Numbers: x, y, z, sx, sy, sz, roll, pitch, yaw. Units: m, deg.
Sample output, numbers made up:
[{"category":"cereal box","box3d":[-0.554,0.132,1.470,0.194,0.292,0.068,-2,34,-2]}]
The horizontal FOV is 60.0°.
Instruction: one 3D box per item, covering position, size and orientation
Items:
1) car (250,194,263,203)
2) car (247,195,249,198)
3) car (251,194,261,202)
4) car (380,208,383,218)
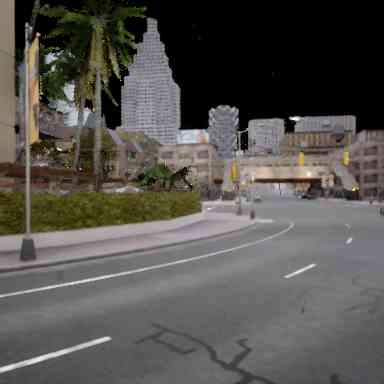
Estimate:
[{"category":"car","box3d":[14.461,1.556,73.315,2.097,1.535,5.008,0,0,9]},{"category":"car","box3d":[17.070,1.578,90.316,2.231,1.521,4.892,0,0,19]},{"category":"car","box3d":[15.336,1.439,79.682,2.185,1.767,4.553,0,0,9]},{"category":"car","box3d":[16.970,1.513,26.765,2.033,1.411,5.357,0,0,11]}]
